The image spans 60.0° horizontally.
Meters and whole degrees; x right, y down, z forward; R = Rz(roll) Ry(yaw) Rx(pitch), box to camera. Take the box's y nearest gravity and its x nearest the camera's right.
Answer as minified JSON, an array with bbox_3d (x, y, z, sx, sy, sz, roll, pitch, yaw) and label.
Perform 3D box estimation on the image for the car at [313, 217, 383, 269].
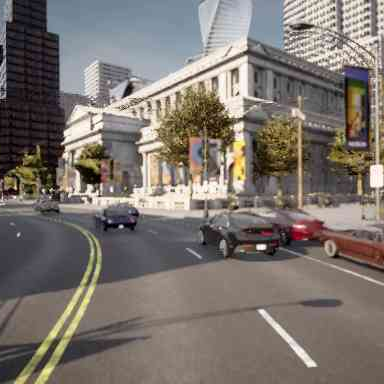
[{"bbox_3d":[5.709,1.554,9.766,1.895,1.301,4.718,-1,0,-8],"label":"car"}]

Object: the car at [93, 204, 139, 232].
[{"bbox_3d":[-4.933,1.673,20.751,1.895,1.301,4.718,0,0,-25],"label":"car"}]

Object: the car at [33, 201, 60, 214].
[{"bbox_3d":[-16.683,1.750,38.154,2.033,1.411,5.357,0,0,-37],"label":"car"}]

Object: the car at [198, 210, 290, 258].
[{"bbox_3d":[1.602,1.506,12.879,1.837,1.490,4.892,0,0,-14],"label":"car"}]

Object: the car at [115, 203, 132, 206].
[{"bbox_3d":[-6.351,1.660,29.825,1.994,1.385,4.181,0,0,-34],"label":"car"}]
